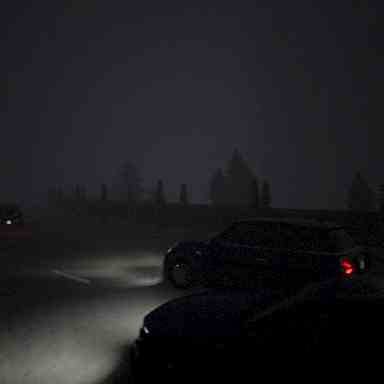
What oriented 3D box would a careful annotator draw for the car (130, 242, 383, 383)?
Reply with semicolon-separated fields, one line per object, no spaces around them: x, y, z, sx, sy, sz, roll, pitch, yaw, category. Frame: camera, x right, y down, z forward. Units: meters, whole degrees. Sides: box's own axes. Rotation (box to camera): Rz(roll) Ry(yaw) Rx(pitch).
1.504;1.536;3.067;4.674;1.442;1.812;0;0;36;car

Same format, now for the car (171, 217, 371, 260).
1.497;1.364;7.497;4.553;1.767;2.097;0;0;38;car

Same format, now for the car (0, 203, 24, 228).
-11.949;1.464;20.783;1.837;1.490;4.892;0;0;-39;car
